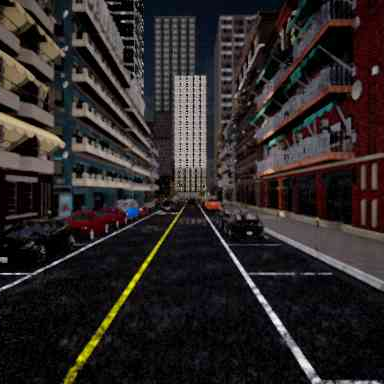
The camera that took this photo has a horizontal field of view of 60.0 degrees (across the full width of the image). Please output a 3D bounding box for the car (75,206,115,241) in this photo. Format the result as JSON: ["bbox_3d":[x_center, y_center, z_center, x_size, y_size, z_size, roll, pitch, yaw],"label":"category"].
[{"bbox_3d":[-5.700,1.696,17.680,1.887,1.381,4.507,0,0,0],"label":"car"}]

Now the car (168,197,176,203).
[{"bbox_3d":[-5.708,2.277,95.007,1.967,1.590,4.097,-1,-1,0],"label":"car"}]

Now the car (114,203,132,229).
[{"bbox_3d":[-5.701,1.743,23.204,1.887,1.381,4.507,0,0,0],"label":"car"}]

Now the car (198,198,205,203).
[{"bbox_3d":[2.674,2.382,94.993,1.887,1.381,4.507,-1,-1,0],"label":"car"}]

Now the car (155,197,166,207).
[{"bbox_3d":[-5.707,1.853,61.868,2.192,1.841,5.009,-1,-1,0],"label":"car"}]

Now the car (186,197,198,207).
[{"bbox_3d":[-0.006,2.049,62.550,1.837,1.490,4.892,0,-1,0],"label":"car"}]

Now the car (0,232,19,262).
[{"bbox_3d":[-3.101,1.367,1.607,2.097,1.767,4.553,0,0,0],"label":"car"}]

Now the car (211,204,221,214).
[{"bbox_3d":[2.680,1.749,23.191,2.008,1.369,4.403,-1,0,0],"label":"car"}]

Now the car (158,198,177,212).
[{"bbox_3d":[-3.091,1.906,44.113,1.812,1.442,4.674,0,-1,0],"label":"car"}]

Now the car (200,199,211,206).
[{"bbox_3d":[2.676,2.138,67.376,2.008,1.369,4.403,-1,-1,0],"label":"car"}]

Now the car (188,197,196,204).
[{"bbox_3d":[-0.008,1.989,79.500,1.882,1.535,5.008,0,-1,0],"label":"car"}]

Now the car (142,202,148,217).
[{"bbox_3d":[-5.703,1.734,34.251,1.967,1.590,4.097,-1,0,0],"label":"car"}]

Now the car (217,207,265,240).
[{"bbox_3d":[2.681,1.702,17.667,2.008,1.369,4.403,-1,0,0],"label":"car"}]

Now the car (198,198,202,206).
[{"bbox_3d":[2.677,2.083,61.853,1.887,1.381,4.507,-1,-1,0],"label":"car"}]

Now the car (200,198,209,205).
[{"bbox_3d":[2.676,2.164,73.070,1.752,1.417,4.829,-1,-1,0],"label":"car"}]

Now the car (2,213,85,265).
[{"bbox_3d":[-5.699,1.670,12.156,1.947,1.339,4.313,0,0,0],"label":"car"}]

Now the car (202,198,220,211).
[{"bbox_3d":[2.996,1.771,48.582,2.097,1.767,4.553,0,-1,0],"label":"car"}]

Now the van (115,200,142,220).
[{"bbox_3d":[-5.703,1.587,28.729,1.690,1.788,3.998,-1,0,0],"label":"van"}]
